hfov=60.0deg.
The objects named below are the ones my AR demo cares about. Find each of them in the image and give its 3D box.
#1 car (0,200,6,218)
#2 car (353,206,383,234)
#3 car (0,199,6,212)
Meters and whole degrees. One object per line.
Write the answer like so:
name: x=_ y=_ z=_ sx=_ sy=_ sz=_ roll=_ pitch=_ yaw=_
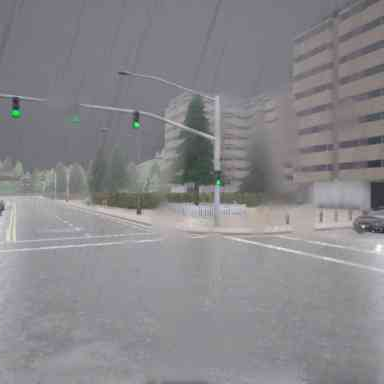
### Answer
car: x=-18.200 y=1.601 z=29.986 sx=1.895 sy=1.301 sz=4.718 roll=0 pitch=0 yaw=-28
car: x=10.799 y=1.505 z=17.959 sx=4.892 sy=1.490 sz=1.837 roll=0 pitch=0 yaw=-28
car: x=-23.345 y=1.601 z=39.707 sx=1.895 sy=1.301 sz=4.718 roll=0 pitch=0 yaw=-28
